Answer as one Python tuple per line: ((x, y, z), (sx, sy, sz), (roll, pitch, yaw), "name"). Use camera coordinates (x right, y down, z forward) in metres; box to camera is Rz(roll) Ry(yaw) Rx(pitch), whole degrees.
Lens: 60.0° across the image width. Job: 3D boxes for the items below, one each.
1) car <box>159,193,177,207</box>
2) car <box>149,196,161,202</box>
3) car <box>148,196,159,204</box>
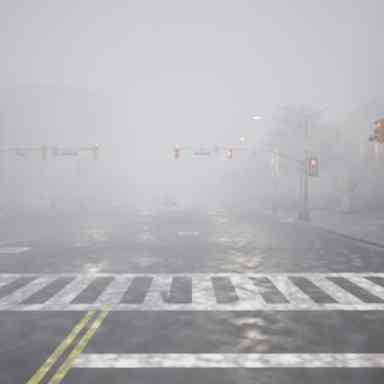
((-3.526, 1.264, 53.275), (2.150, 2.045, 5.566), (0, 0, 0), "car")
((-8.658, 1.588, 78.441), (1.994, 1.385, 4.181), (0, 0, -18), "car")
((-7.098, 1.575, 63.083), (2.033, 1.411, 5.357), (0, 0, 0), "car")
